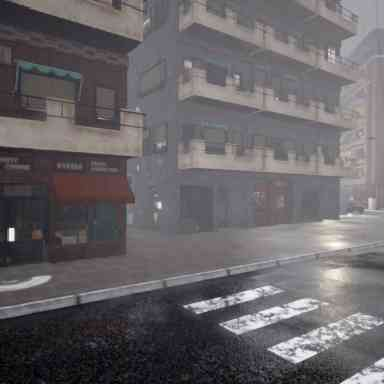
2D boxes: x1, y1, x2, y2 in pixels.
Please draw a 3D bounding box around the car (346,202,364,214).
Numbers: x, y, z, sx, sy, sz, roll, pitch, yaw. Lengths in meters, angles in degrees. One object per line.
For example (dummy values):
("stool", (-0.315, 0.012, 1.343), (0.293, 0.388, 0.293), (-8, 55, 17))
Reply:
("car", (18.050, 1.789, 38.328), (1.895, 1.301, 4.718), (0, 0, 5))
